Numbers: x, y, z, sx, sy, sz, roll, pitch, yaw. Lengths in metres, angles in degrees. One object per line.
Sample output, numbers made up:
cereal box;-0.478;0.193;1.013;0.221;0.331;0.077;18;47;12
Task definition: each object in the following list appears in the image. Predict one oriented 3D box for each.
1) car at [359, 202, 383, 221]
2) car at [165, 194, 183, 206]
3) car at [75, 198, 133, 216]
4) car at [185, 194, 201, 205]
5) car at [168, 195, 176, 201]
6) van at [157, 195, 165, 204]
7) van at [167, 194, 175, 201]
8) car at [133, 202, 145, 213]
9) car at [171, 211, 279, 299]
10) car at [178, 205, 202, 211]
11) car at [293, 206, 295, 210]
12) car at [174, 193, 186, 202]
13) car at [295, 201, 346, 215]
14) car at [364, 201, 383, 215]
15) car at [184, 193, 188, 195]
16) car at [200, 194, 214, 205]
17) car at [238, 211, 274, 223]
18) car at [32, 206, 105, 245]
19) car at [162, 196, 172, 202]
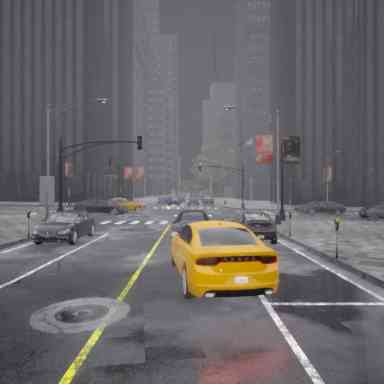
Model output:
car;17.857;1.918;30.873;4.181;1.385;1.994;1;0;0
car;-2.955;1.496;55.284;1.882;1.535;5.008;0;0;1
car;-8.379;1.421;30.939;4.892;1.490;1.837;2;-1;0
car;0.256;1.568;60.176;2.033;1.411;5.357;0;0;0
car;-5.362;1.585;90.769;1.887;1.381;4.507;0;0;0
van;-5.584;1.364;63.207;1.690;1.788;3.998;0;0;0
van;-5.406;1.377;85.257;1.690;1.788;3.998;0;0;0
car;-7.475;1.388;35.429;5.008;1.535;1.882;1;1;-18
car;0.546;1.479;8.620;1.882;1.535;5.008;0;0;-9
car;0.036;1.566;16.133;1.994;1.385;4.181;0;0;0
car;14.868;1.845;40.836;4.674;1.442;1.812;1;0;2
car;-2.852;1.515;64.859;2.128;1.511;4.902;0;0;1
car;14.720;1.814;37.575;4.892;1.490;1.837;1;0;1
car;24.078;1.983;40.804;4.902;1.511;2.128;1;0;0
car;-2.724;1.255;75.456;2.150;2.045;5.566;0;0;0
car;2.896;1.570;57.628;2.008;1.369;4.403;0;0;0
car;2.749;1.553;15.445;2.008;1.369;4.403;0;0;0
car;-5.776;1.553;15.439;2.008;1.369;4.403;0;0;0
car;-5.495;1.595;74.232;1.947;1.339;4.313;0;0;0
